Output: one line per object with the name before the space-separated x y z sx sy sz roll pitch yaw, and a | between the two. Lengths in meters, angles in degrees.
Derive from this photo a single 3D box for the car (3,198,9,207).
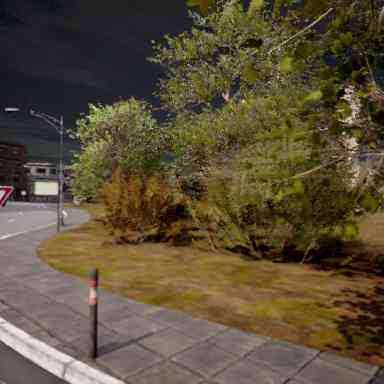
car | -24.641 1.025 42.267 1.882 1.535 5.008 0 1 -23
